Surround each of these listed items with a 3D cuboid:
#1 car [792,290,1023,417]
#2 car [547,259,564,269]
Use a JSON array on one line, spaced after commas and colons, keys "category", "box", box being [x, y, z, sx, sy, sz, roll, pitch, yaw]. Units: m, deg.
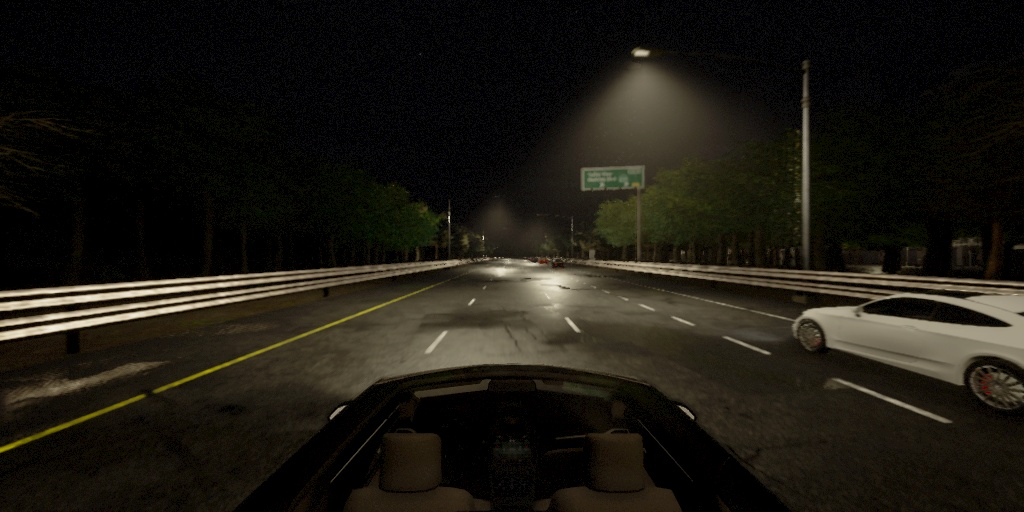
[{"category": "car", "box": [7.000, 1.280, 5.807, 1.812, 1.442, 4.674, 0, 0, 0]}, {"category": "car", "box": [7.078, 1.240, 56.801, 1.837, 1.490, 4.892, 0, 0, 0]}]
